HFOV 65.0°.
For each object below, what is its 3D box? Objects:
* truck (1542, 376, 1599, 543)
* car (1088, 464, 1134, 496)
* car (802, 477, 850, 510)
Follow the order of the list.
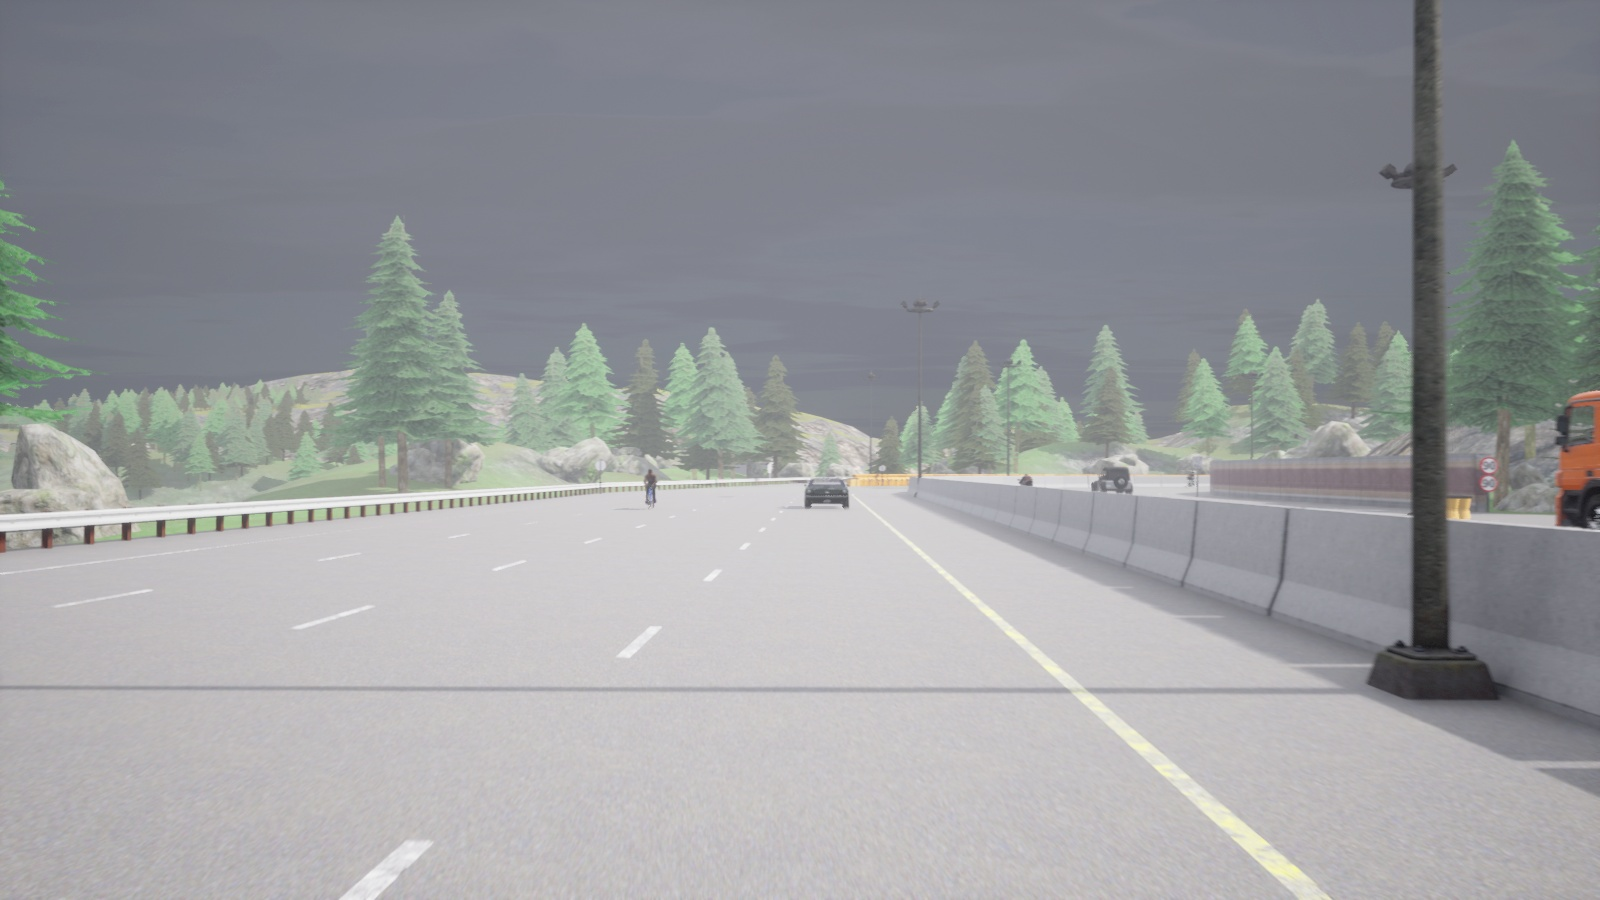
[{"bbox_3d":[18.054,0.159,24.202,2.891,3.462,7.936,0,-1,1],"label":"truck"},{"bbox_3d":[19.032,1.816,76.994,1.905,1.878,3.866,0,-1,1],"label":"car"},{"bbox_3d":[1.086,1.792,52.707,1.895,1.301,4.718,0,-1,1],"label":"car"}]
